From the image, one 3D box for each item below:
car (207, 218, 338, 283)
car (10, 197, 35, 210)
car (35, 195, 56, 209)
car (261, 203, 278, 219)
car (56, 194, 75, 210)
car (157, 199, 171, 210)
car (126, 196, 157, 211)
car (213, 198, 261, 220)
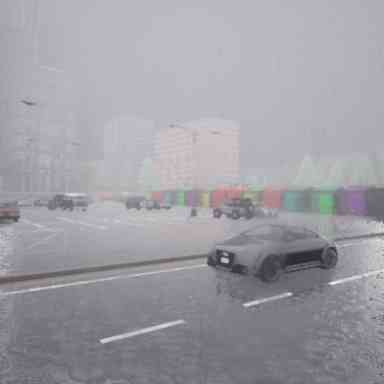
[{"bbox_3d":[2.507,1.667,10.020,4.181,1.385,1.994,1,-1,-35],"label":"car"},{"bbox_3d":[-24.697,1.489,48.326,1.970,1.475,3.806,1,-1,-37],"label":"car"},{"bbox_3d":[-22.374,1.496,50.055,1.784,1.438,3.905,1,-1,-37],"label":"car"},{"bbox_3d":[6.003,1.694,30.613,1.970,1.475,3.806,1,-1,-37],"label":"car"},{"bbox_3d":[-20.250,1.322,51.699,1.932,1.855,4.605,1,-1,-37],"label":"car"},{"bbox_3d":[-4.444,1.653,44.611,1.784,1.438,3.905,1,-1,-37],"label":"car"},{"bbox_3d":[-6.803,1.404,42.934,1.932,1.855,4.605,1,-1,-37],"label":"car"},{"bbox_3d":[3.677,1.415,28.894,1.905,1.878,3.866,1,-1,-37],"label":"car"}]
